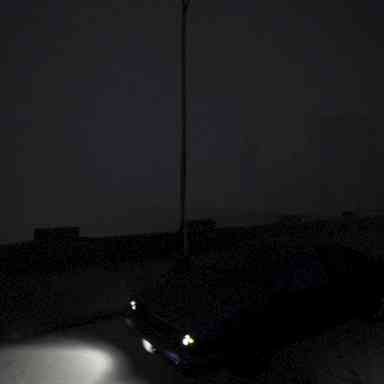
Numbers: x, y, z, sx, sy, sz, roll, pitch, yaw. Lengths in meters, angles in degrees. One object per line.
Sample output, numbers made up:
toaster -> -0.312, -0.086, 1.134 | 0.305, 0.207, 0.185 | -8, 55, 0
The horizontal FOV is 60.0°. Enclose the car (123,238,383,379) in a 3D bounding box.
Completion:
car -> 1.621, 1.558, 5.724 | 5.357, 1.411, 2.033 | 0, 0, -35
